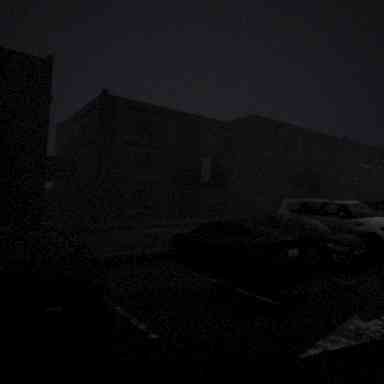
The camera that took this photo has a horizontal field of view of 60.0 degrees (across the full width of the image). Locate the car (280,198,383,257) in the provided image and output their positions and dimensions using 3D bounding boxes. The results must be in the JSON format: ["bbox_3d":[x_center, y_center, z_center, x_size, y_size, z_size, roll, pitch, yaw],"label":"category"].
[{"bbox_3d":[5.861,1.299,13.226,2.435,2.045,5.566,1,0,-34],"label":"car"}]

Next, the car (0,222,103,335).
[{"bbox_3d":[-3.435,1.469,6.953,2.097,1.535,5.008,0,0,-34],"label":"car"}]

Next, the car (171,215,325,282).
[{"bbox_3d":[1.190,1.536,10.124,2.163,1.488,4.792,0,0,-34],"label":"car"}]

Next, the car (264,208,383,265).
[{"bbox_3d":[3.518,1.528,11.675,2.231,1.521,4.892,1,0,-34],"label":"car"}]
